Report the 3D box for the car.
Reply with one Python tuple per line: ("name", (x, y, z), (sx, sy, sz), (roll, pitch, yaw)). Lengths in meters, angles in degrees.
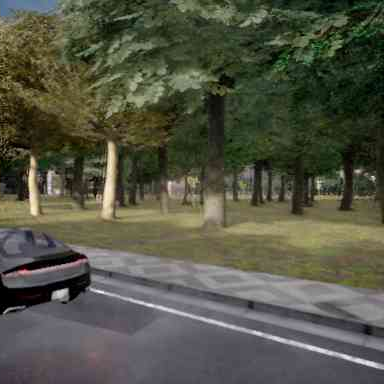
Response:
("car", (-4.177, 1.493, 6.975), (4.902, 1.511, 2.128), (0, 0, 36))
